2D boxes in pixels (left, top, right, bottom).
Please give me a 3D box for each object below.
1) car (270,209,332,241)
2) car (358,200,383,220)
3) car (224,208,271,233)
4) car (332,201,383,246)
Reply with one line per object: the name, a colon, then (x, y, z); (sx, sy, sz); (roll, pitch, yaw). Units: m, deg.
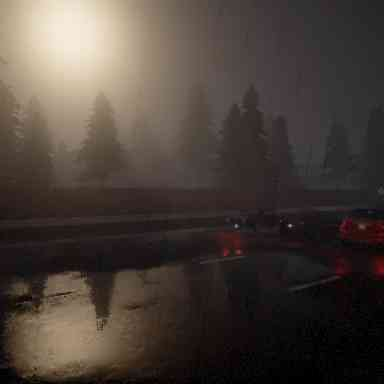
car: (6.294, 1.573, 16.957); (4.181, 1.385, 1.994); (0, 0, -35)
car: (16.473, 1.485, 28.517); (5.008, 1.535, 1.882); (0, 0, -35)
car: (4.286, 1.617, 19.824); (4.718, 1.301, 1.895); (0, 0, -35)
car: (8.302, 1.367, 14.090); (4.553, 1.767, 2.097); (0, 0, -35)
